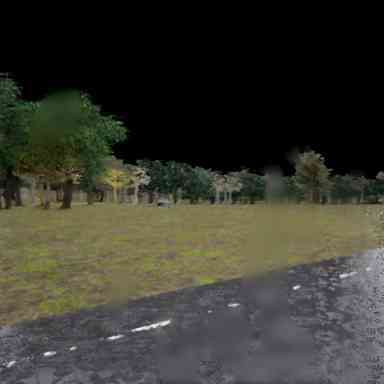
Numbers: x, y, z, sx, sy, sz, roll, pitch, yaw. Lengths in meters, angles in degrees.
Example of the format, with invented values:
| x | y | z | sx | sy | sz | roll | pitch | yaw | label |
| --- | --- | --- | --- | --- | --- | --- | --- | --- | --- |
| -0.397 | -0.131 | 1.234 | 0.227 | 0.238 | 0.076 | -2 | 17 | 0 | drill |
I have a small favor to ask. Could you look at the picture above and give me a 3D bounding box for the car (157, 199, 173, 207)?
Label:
| x | y | z | sx | sy | sz | roll | pitch | yaw | label |
| --- | --- | --- | --- | --- | --- | --- | --- | --- | --- |
| -6.041 | 2.342 | 73.677 | 2.097 | 1.767 | 4.553 | 2 | -2 | -30 | car |
